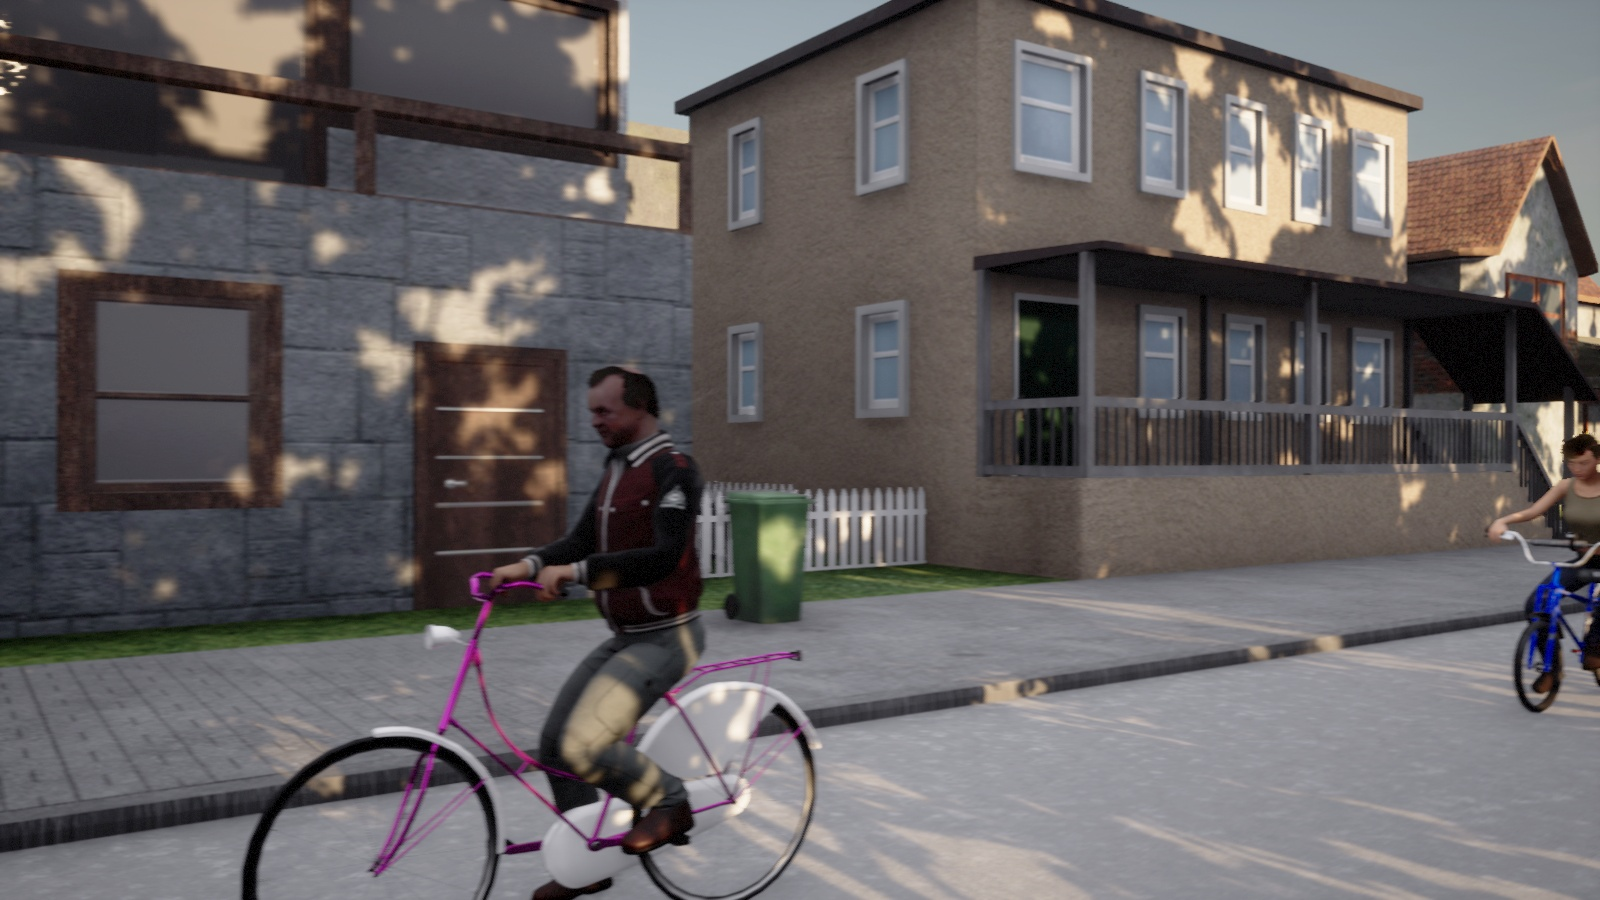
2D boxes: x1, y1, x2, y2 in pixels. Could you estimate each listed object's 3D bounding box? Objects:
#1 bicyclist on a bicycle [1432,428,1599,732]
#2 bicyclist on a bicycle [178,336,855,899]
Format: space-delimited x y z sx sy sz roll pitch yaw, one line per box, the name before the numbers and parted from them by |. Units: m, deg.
bicyclist on a bicycle | 4.583 0.690 7.457 1.509 1.612 0.866 0 0 -35
bicyclist on a bicycle | -0.771 0.626 3.725 1.843 1.776 0.659 0 0 -35
